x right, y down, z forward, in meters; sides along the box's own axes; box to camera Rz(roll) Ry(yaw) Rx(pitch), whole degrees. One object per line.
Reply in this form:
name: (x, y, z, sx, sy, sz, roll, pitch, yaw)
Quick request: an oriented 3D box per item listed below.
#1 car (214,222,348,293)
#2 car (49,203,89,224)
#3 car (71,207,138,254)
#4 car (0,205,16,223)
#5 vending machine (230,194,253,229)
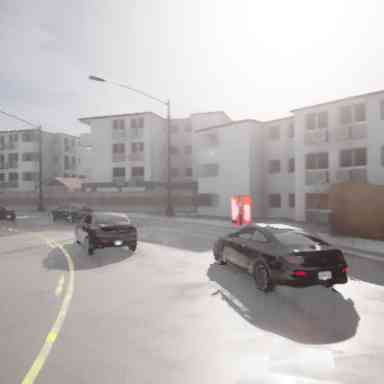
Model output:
car: (2.065, 1.522, 8.899, 1.812, 1.442, 4.674, 0, 0, -15)
car: (-9.671, 1.679, 26.660, 4.892, 1.490, 1.837, -1, -1, 41)
car: (-3.717, 1.580, 14.020, 1.837, 1.490, 4.892, 0, -1, -27)
car: (-16.185, 1.777, 26.972, 4.674, 1.442, 1.812, -1, 0, 31)
vending machine: (3.127, 1.207, 21.030, 1.100, 2.100, 0.880, -1, 0, -32)
